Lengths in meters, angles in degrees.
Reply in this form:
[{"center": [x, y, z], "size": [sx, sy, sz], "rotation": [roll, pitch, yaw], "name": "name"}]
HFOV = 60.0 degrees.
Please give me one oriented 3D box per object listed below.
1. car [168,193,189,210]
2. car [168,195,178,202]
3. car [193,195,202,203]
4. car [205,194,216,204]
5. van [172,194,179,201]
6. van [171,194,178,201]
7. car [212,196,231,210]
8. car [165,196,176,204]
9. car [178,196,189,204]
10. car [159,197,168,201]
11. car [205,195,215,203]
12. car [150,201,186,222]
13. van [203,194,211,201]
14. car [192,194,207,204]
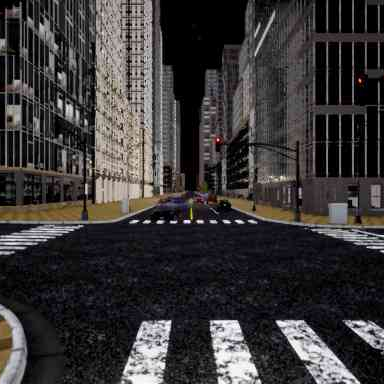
[{"center": [-1.564, 1.365, 41.744], "size": [2.097, 1.767, 4.553], "rotation": [0, 0, 0], "name": "car"}, {"center": [-4.190, 1.426, 74.934], "size": [1.967, 1.590, 4.097], "rotation": [0, 0, 0], "name": "car"}, {"center": [1.145, 1.488, 73.260], "size": [1.837, 1.490, 4.892], "rotation": [0, 0, 0], "name": "car"}, {"center": [3.744, 1.313, 63.916], "size": [2.192, 1.841, 5.009], "rotation": [0, 0, 0], "name": "car"}, {"center": [-4.244, 1.315, 85.989], "size": [1.690, 1.788, 3.998], "rotation": [0, 0, 0], "name": "van"}, {"center": [-4.217, 1.321, 80.461], "size": [1.690, 1.788, 3.998], "rotation": [0, 0, 0], "name": "van"}, {"center": [3.900, 1.579, 41.808], "size": [1.947, 1.339, 4.313], "rotation": [0, 0, 0], "name": "car"}, {"center": [-4.136, 1.564, 63.878], "size": [1.947, 1.339, 4.313], "rotation": [0, 0, 0], "name": "car"}, {"center": [-1.607, 1.476, 63.430], "size": [1.882, 1.535, 5.008], "rotation": [0, 0, 0], "name": "car"}, {"center": [-4.056, 1.593, 47.296], "size": [1.802, 1.307, 4.206], "rotation": [0, 0, 0], "name": "car"}, {"center": [3.717, 1.432, 69.445], "size": [1.967, 1.590, 4.097], "rotation": [0, 0, 0], "name": "car"}, {"center": [-1.962, 1.621, 26.459], "size": [1.895, 1.301, 4.718], "rotation": [0, 0, 7], "name": "car"}, {"center": [3.663, 1.321, 80.499], "size": [1.690, 1.788, 3.998], "rotation": [0, 0, 0], "name": "van"}, {"center": [1.274, 1.599, 63.092], "size": [1.895, 1.301, 4.718], "rotation": [0, 0, 0], "name": "car"}]
